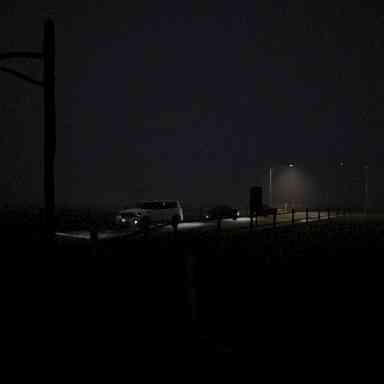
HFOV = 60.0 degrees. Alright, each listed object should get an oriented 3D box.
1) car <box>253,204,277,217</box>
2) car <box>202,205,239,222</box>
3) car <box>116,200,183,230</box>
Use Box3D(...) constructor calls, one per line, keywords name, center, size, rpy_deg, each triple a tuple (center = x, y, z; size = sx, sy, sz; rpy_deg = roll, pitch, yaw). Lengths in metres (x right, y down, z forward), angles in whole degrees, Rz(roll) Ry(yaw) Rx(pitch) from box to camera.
Box3D(name="car", center=(8.869, 2.266, 40.782), size=(2.128, 1.511, 4.902), rpy_deg=(0, -1, 36))
Box3D(name="car", center=(2.841, 2.067, 32.552), size=(2.128, 1.511, 4.902), rpy_deg=(0, -1, 36))
Box3D(name="car", center=(-2.973, 1.608, 24.612), size=(2.150, 2.045, 5.566), rpy_deg=(0, -1, 36))
